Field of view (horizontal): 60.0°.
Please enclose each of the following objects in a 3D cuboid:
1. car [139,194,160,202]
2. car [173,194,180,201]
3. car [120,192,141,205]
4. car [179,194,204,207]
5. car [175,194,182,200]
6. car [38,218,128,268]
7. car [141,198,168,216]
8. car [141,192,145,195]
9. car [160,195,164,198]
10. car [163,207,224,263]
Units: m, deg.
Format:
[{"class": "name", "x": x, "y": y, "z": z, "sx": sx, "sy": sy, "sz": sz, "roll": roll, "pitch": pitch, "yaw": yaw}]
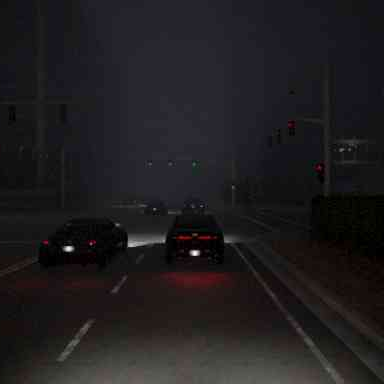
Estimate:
[{"class": "car", "x": -7.065, "y": 1.510, "z": 55.814, "sx": 1.994, "sy": 1.385, "sz": 4.181, "roll": 0, "pitch": 0, "yaw": 0}, {"class": "car", "x": -3.515, "y": 1.474, "z": 80.524, "sx": 1.994, "sy": 1.385, "sz": 4.181, "roll": 0, "pitch": 0, "yaw": 0}, {"class": "car", "x": -10.562, "y": 1.169, "z": 55.942, "sx": 2.150, "sy": 2.045, "sz": 5.566, "roll": 0, "pitch": 0, "yaw": 1}, {"class": "car", "x": 0.090, "y": 1.321, "z": 31.768, "sx": 2.097, "sy": 1.767, "sz": 4.553, "roll": 0, "pitch": 0, "yaw": 0}, {"class": "car", "x": -3.517, "y": 1.335, "z": 89.067, "sx": 1.812, "sy": 1.442, "sz": 4.674, "roll": 0, "pitch": 0, "yaw": 0}, {"class": "car", "x": -3.455, "y": 1.553, "z": 11.273, "sx": 1.994, "sy": 1.385, "sz": 4.181, "roll": 0, "pitch": 0, "yaw": -1}, {"class": "car", "x": -3.409, "y": 1.533, "z": 32.383, "sx": 1.994, "sy": 1.385, "sz": 4.181, "roll": 0, "pitch": 0, "yaw": 0}, {"class": "car", "x": -10.514, "y": 1.287, "z": 71.228, "sx": 2.097, "sy": 1.767, "sz": 4.553, "roll": 0, "pitch": 0, "yaw": 0}, {"class": "car", "x": -7.014, "y": 1.432, "z": 70.793, "sx": 1.837, "sy": 1.490, "sz": 4.892, "roll": 0, "pitch": 0, "yaw": 0}, {"class": "car", "x": 0.092, "y": 1.493, "z": 11.918, "sx": 1.837, "sy": 1.490, "sz": 4.892, "roll": 0, "pitch": 0, "yaw": 0}]
